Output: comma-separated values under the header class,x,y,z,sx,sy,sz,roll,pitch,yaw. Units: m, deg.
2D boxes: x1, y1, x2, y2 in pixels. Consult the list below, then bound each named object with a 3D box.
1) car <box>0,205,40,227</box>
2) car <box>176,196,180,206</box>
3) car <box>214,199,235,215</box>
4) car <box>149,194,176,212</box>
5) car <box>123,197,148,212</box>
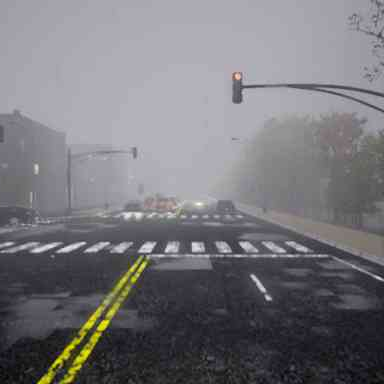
class,x,y,z,sx,sy,sz,roll,pitch,yaw
car,-13.389,1.681,23.545,4.892,1.490,1.837,-2,-1,3
car,-3.372,1.546,54.026,1.837,1.490,4.892,0,0,0
car,3.359,1.502,34.732,1.882,1.535,5.008,0,0,0
car,-3.347,1.381,38.400,2.097,1.767,4.553,0,0,0
car,-6.597,1.592,38.397,1.994,1.385,4.181,0,0,0
